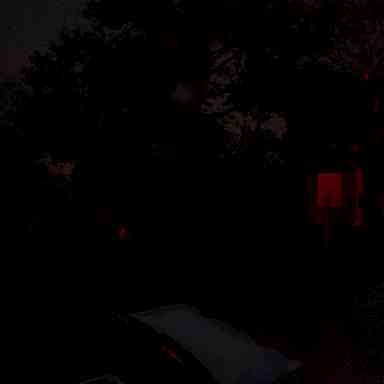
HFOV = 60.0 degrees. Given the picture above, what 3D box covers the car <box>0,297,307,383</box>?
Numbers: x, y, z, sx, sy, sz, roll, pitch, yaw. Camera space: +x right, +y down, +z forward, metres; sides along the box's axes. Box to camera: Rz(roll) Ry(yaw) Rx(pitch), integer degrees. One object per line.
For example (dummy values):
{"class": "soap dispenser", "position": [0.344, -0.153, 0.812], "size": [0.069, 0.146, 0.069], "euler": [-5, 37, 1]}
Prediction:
{"class": "car", "position": [-1.455, 1.590, 2.075], "size": [4.718, 1.301, 1.895], "euler": [0, 0, -36]}
